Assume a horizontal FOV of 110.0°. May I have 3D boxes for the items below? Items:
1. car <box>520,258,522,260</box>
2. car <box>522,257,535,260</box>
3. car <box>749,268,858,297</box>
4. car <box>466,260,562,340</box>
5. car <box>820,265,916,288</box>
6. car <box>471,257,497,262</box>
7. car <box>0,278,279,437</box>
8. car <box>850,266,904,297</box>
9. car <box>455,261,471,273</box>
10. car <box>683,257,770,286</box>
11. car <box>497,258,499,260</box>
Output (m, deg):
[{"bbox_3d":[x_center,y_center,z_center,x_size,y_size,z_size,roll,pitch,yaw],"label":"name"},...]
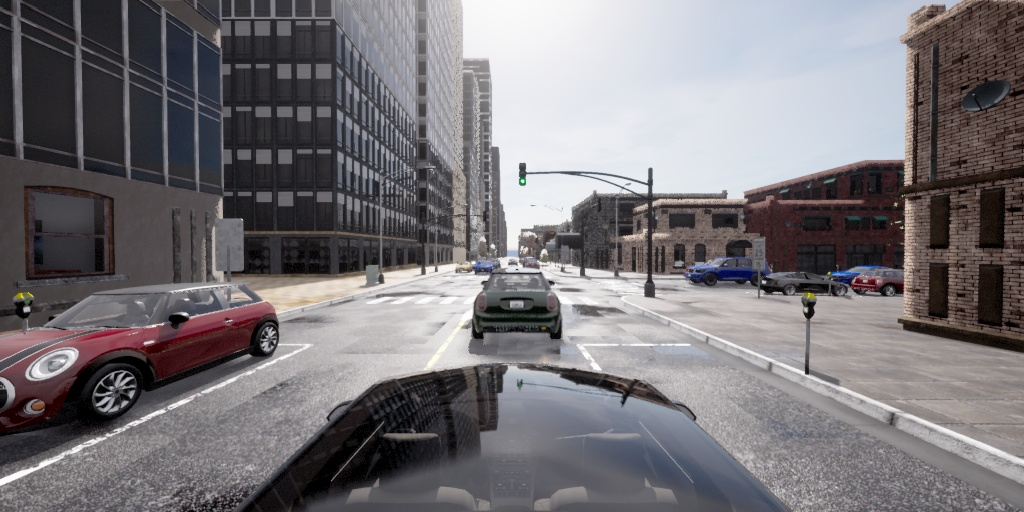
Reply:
[{"bbox_3d":[2.769,1.052,60.370,2.192,1.841,5.009,0,0,0],"label":"car"},{"bbox_3d":[2.754,1.179,49.082,1.967,1.591,4.097,0,0,0],"label":"car"},{"bbox_3d":[16.436,1.547,20.402,4.313,1.339,1.948,0,0,1],"label":"car"},{"bbox_3d":[0.162,1.099,10.101,2.097,1.767,4.553,0,0,2],"label":"car"},{"bbox_3d":[25.731,1.456,26.051,5.008,1.535,1.882,1,1,1],"label":"car"},{"bbox_3d":[-3.050,1.218,39.838,1.882,1.535,5.008,0,0,0],"label":"car"},{"bbox_3d":[-5.687,1.189,5.557,1.967,1.591,4.097,0,0,0],"label":"car"},{"bbox_3d":[21.984,1.474,20.323,4.097,1.591,1.967,0,0,1],"label":"car"},{"bbox_3d":[-5.772,1.265,43.335,1.751,1.417,4.829,0,0,0],"label":"car"},{"bbox_3d":[15.763,1.105,26.190,5.566,2.045,2.150,1,1,1],"label":"car"},{"bbox_3d":[-3.032,1.091,49.752,2.097,1.767,4.553,0,0,0],"label":"car"}]
